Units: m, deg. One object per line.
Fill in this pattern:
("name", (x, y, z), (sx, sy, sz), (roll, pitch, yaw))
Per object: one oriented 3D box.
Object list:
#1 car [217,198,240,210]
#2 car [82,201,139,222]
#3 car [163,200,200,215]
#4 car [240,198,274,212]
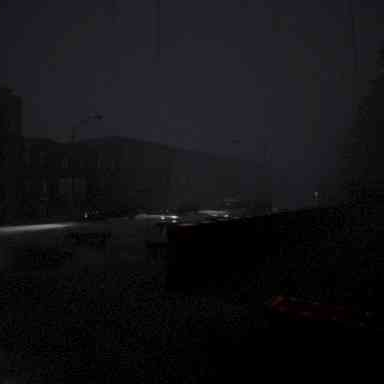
("car", (5.017, 1.478, 42.219), (1.882, 1.535, 5.008), (0, 0, 36))
("car", (-6.353, 1.492, 26.386), (2.128, 1.511, 4.902), (0, 0, 36))
("car", (-0.980, 1.526, 33.881), (1.812, 1.442, 4.674), (0, 0, 36))
("car", (8.051, 1.491, 39.294), (2.128, 1.511, 4.902), (0, 0, 36))
